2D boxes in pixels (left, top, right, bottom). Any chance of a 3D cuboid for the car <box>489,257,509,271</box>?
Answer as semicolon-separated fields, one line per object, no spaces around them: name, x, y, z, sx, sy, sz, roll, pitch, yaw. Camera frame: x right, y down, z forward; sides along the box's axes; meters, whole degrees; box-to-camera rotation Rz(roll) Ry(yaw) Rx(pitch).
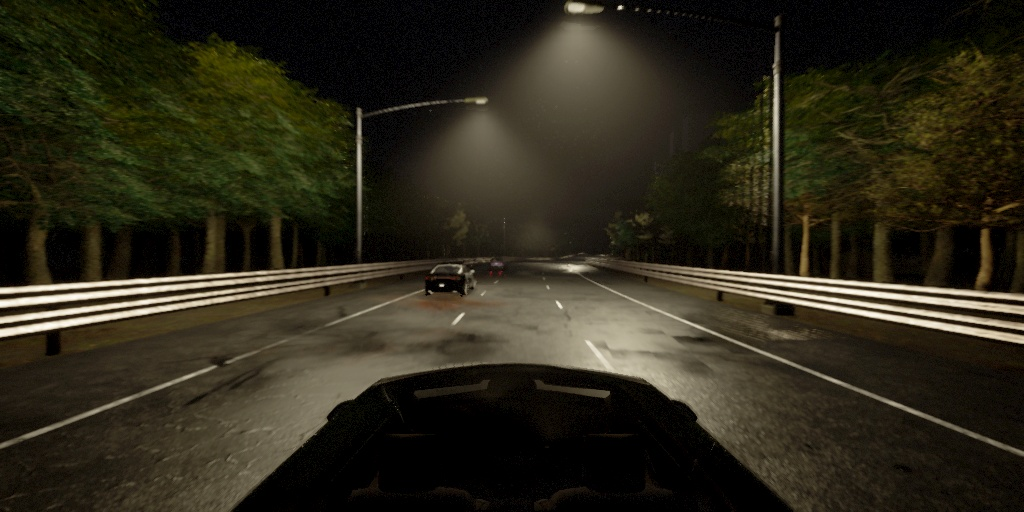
car;-1.500;0.883;42.308;2.033;1.649;4.856;0;1;6

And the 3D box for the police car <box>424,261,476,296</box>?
police car;-3.064;1.088;18.707;1.930;1.638;5.238;0;1;2
